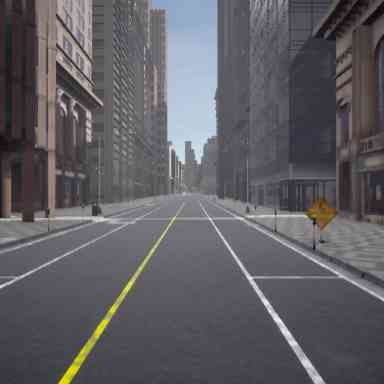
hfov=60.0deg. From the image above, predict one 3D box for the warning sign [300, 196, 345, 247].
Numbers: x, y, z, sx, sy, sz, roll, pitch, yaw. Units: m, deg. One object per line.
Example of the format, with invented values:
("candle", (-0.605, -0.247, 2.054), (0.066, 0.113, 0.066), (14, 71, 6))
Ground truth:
("warning sign", (5.059, 1.114, 13.002), (1.300, 1.860, 1.060), (-1, -1, 0))
